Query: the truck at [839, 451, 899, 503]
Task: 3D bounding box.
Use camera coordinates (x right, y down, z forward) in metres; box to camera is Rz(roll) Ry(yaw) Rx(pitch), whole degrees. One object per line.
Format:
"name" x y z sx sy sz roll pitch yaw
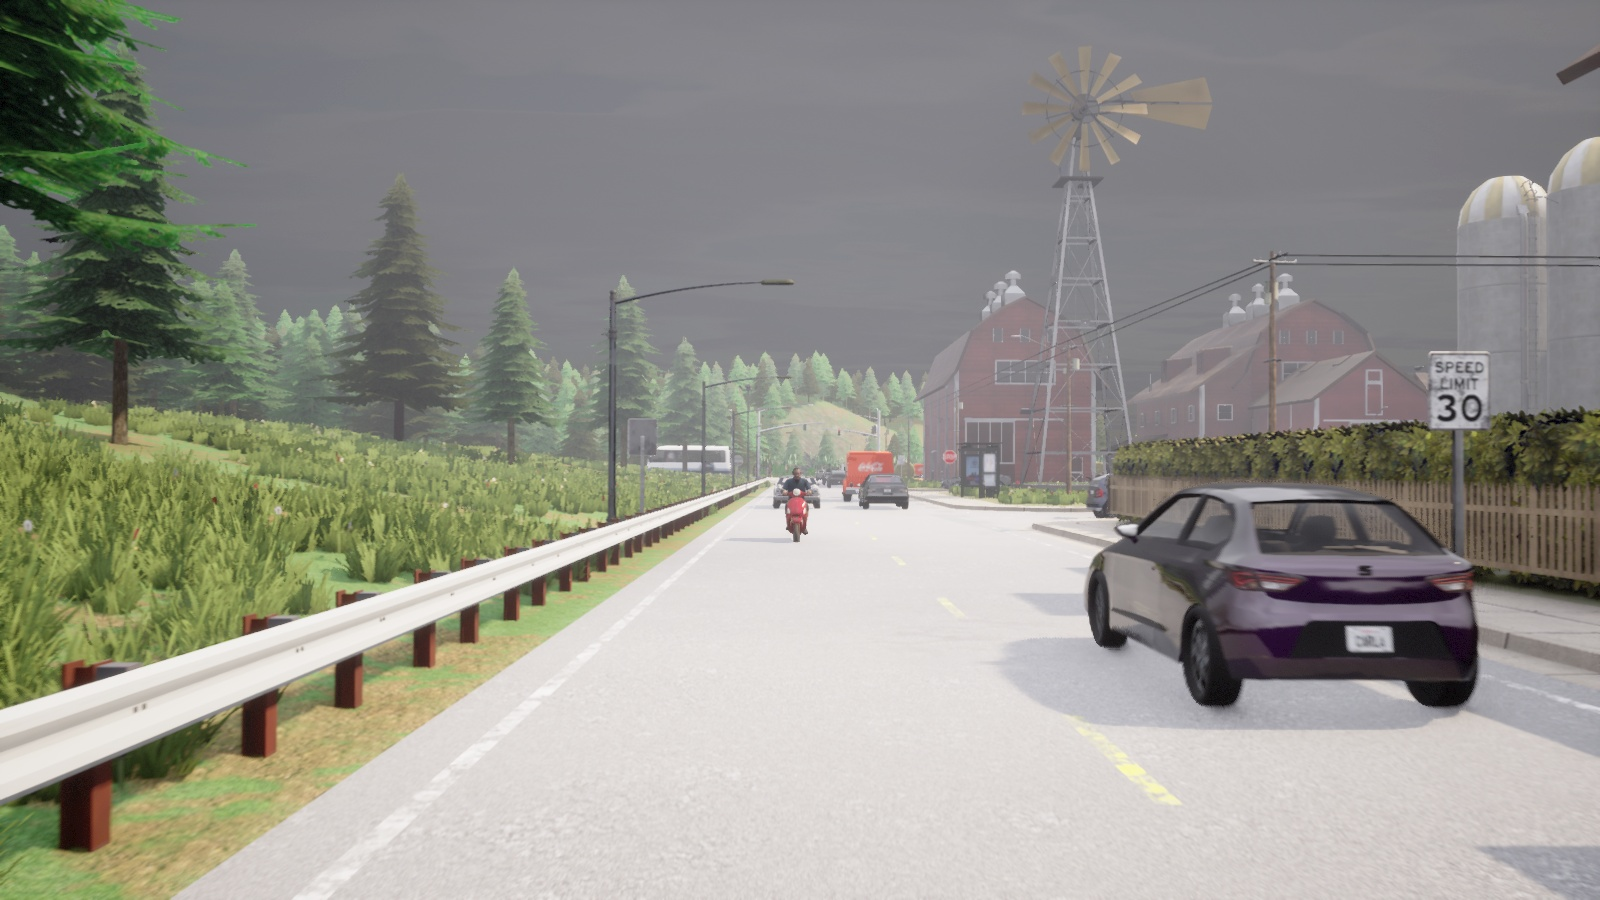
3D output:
"truck" 3.363 1.272 62.211 2.627 2.467 5.204 0 0 0

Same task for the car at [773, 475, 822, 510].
"car" -0.111 1.689 51.052 1.895 1.301 4.718 0 -1 0

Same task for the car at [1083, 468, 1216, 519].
"car" 11.097 1.359 40.042 3.705 1.549 1.789 -1 -1 0

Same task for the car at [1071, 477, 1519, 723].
"car" 3.479 0.961 9.783 1.816 1.474 4.193 0 -1 0

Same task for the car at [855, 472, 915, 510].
"car" 3.388 1.621 50.959 2.033 1.411 5.357 0 -1 0

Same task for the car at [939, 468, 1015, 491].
"car" 12.161 2.034 86.380 4.902 1.511 2.128 0 -1 -1

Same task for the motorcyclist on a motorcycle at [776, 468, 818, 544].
"motorcyclist on a motorcycle" -0.060 1.180 27.205 0.866 1.590 1.817 0 -1 0
